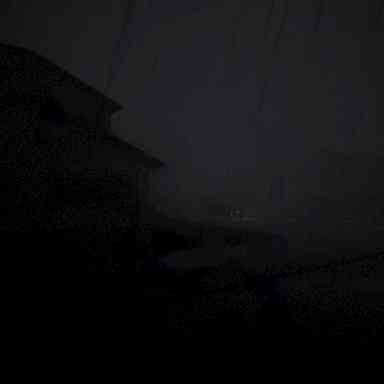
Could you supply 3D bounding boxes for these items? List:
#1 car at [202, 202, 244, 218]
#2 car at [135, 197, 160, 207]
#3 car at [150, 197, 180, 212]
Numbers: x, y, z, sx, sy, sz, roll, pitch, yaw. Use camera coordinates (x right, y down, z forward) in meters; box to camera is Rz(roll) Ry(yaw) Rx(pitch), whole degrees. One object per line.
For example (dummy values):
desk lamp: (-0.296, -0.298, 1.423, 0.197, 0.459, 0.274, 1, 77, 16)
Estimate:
car: (2.774, 1.562, 30.069, 1.994, 1.385, 4.181, 0, 0, -35)
car: (-6.791, 1.523, 50.792, 1.812, 1.442, 4.674, 0, 0, -36)
car: (-3.203, 1.503, 38.540, 1.837, 1.490, 4.892, 0, 0, -35)
